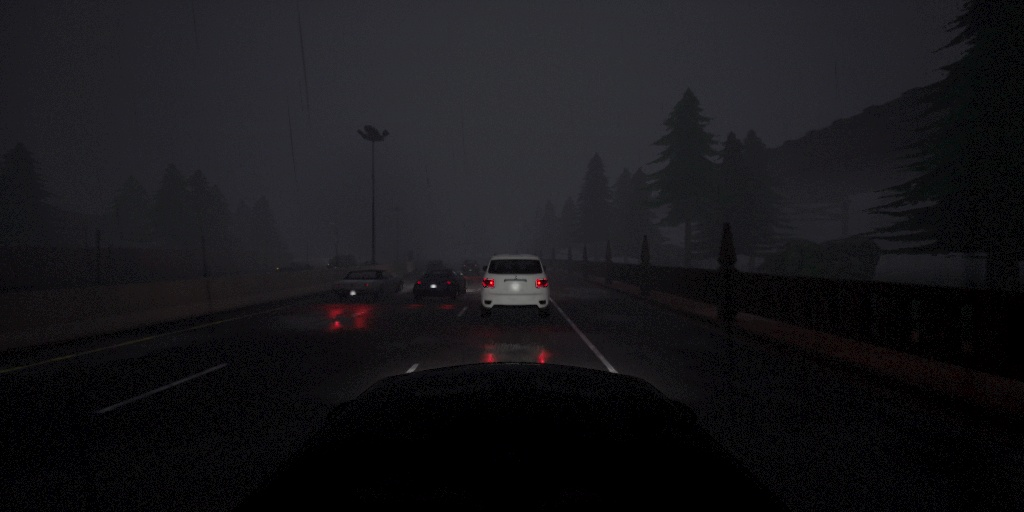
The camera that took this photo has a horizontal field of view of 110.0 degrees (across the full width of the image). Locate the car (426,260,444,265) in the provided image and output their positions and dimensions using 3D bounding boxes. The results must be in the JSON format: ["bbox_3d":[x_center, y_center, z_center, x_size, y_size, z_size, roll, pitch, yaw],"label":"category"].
[{"bbox_3d":[-7.898,1.178,37.414,1.837,1.490,4.892,0,0,-7],"label":"car"}]

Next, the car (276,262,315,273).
[{"bbox_3d":[-22.032,1.275,36.560,1.895,1.301,4.718,0,0,-8],"label":"car"}]

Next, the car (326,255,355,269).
[{"bbox_3d":[-19.157,0.890,40.678,2.150,2.045,5.566,0,0,-10],"label":"car"}]

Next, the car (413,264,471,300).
[{"bbox_3d":[-3.404,1.280,17.554,1.994,1.385,4.181,0,0,0],"label":"car"}]

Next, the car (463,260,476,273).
[{"bbox_3d":[-4.376,1.165,37.380,2.128,1.511,4.902,0,0,-7],"label":"car"}]

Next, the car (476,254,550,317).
[{"bbox_3d":[0.098,0.947,13.105,2.150,2.045,5.566,0,0,0],"label":"car"}]

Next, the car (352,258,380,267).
[{"bbox_3d":[-15.320,1.234,38.645,1.994,1.385,4.181,0,0,-9],"label":"car"}]

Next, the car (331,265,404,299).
[{"bbox_3d":[-6.904,1.316,17.785,1.895,1.301,4.718,0,0,0],"label":"car"}]
